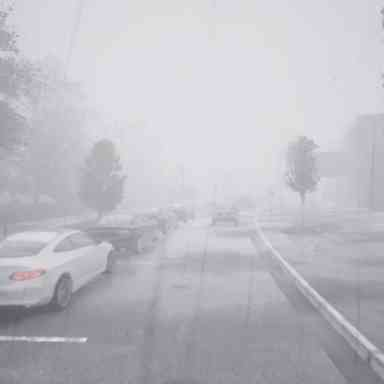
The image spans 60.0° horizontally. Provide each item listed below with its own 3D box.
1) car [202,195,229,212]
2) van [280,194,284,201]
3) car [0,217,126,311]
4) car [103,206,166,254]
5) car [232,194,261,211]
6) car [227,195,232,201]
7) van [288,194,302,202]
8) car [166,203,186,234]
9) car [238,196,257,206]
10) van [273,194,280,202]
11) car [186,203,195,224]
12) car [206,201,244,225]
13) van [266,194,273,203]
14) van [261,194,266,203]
[{"bbox_3d":[2.633,1.601,41.511,2.231,1.521,4.892,-4,-1,17],"label":"car"},{"bbox_3d":[21.352,1.550,82.088,1.878,1.987,4.442,-3,-1,31],"label":"van"},{"bbox_3d":[-3.254,1.566,7.769,2.002,1.452,4.674,-1,0,4],"label":"car"},{"bbox_3d":[-2.721,1.549,13.980,2.097,1.535,5.008,-1,0,7],"label":"car"},{"bbox_3d":[7.086,1.297,42.855,2.150,2.045,5.566,-1,0,18],"label":"car"},{"bbox_3d":[4.312,1.611,46.845,2.231,1.521,4.892,-4,-1,18],"label":"car"},{"bbox_3d":[27.828,1.639,91.208,1.878,1.987,4.442,-3,-1,36],"label":"van"},{"bbox_3d":[-2.050,1.547,19.650,2.231,1.521,4.892,-1,0,9],"label":"car"},{"bbox_3d":[10.571,1.645,62.605,1.946,1.575,5.366,-4,-1,26],"label":"car"},{"bbox_3d":[18.399,1.511,77.353,1.878,1.987,4.442,-3,-1,30],"label":"van"},{"bbox_3d":[-1.024,1.558,25.894,2.097,1.535,5.008,-1,0,11],"label":"car"},{"bbox_3d":[2.549,1.599,24.457,2.033,1.411,5.357,0,0,10],"label":"car"},{"bbox_3d":[15.598,1.476,72.514,1.878,1.987,4.442,-3,-1,30],"label":"van"},{"bbox_3d":[12.963,1.447,67.579,1.878,1.987,4.442,-4,-1,25],"label":"van"}]
